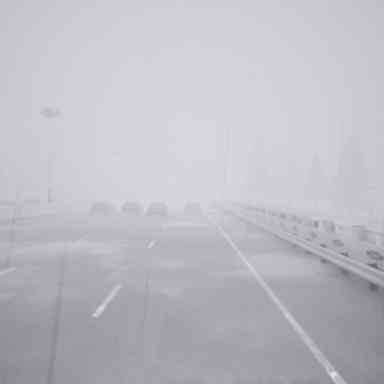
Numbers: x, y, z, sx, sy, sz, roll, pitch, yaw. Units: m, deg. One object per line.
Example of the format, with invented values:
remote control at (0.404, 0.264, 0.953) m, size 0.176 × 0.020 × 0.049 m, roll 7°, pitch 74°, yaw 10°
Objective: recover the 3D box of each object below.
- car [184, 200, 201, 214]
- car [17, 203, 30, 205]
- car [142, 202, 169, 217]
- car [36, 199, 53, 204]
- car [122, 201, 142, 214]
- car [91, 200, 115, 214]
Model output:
car at (0.103, 1.750, 39.783) m, size 1.882 × 1.535 × 5.008 m, roll 0°, pitch -1°, yaw 0°
car at (-24.541, 1.807, 50.258) m, size 2.097 × 1.767 × 4.553 m, roll 0°, pitch -1°, yaw 0°
car at (-3.396, 1.717, 33.297) m, size 2.033 × 1.411 × 5.357 m, roll 0°, pitch -1°, yaw 0°
car at (-21.046, 1.798, 49.749) m, size 2.097 × 1.767 × 4.553 m, roll 0°, pitch -1°, yaw 0°
car at (-6.897, 1.749, 38.915) m, size 2.128 × 1.511 × 4.902 m, roll 0°, pitch -1°, yaw 0°
car at (-10.398, 1.763, 38.986) m, size 1.837 × 1.490 × 4.892 m, roll 0°, pitch -1°, yaw 0°
